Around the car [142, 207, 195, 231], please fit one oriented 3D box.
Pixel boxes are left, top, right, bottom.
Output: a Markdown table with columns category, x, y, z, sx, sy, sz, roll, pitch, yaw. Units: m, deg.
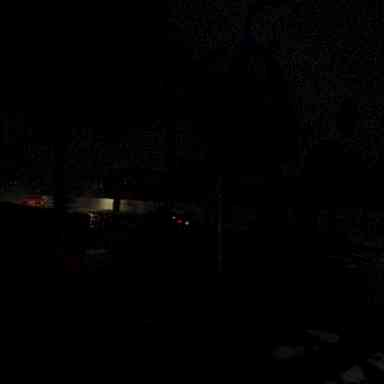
| category | x | y | z | sx | sy | sz | roll | pitch | yaw |
| --- | --- | --- | --- | --- | --- | --- | --- | --- | --- |
| car | -1.621 | 1.696 | 22.249 | 1.812 | 1.442 | 4.674 | 1 | -1 | -35 |

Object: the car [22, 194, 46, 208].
| category | x | y | z | sx | sy | sz | roll | pitch | yaw |
| --- | --- | --- | --- | --- | --- | --- | --- | --- | --- |
| car | -21.383 | 1.365 | 44.937 | 2.150 | 2.045 | 5.566 | 1 | -1 | -36 |
